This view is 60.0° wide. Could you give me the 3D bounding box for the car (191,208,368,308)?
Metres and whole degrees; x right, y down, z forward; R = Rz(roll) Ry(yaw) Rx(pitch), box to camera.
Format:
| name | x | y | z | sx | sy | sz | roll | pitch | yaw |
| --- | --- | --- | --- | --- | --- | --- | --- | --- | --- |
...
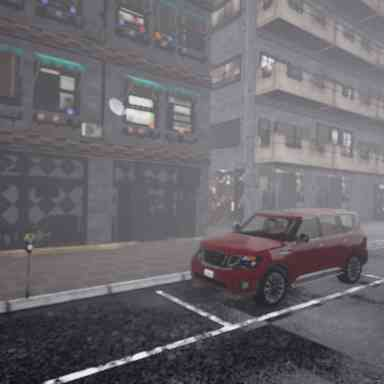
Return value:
| name | x | y | z | sx | sy | sz | roll | pitch | yaw |
| --- | --- | --- | --- | --- | --- | --- | --- | --- | --- |
| car | 2.400 | 1.359 | 8.259 | 5.009 | 1.841 | 2.192 | 0 | 1 | -36 |
